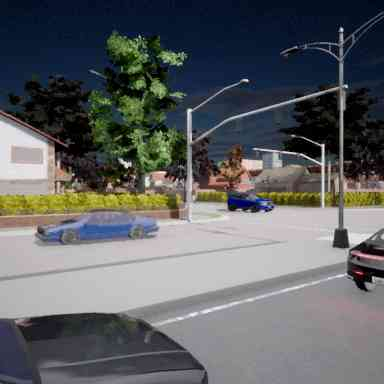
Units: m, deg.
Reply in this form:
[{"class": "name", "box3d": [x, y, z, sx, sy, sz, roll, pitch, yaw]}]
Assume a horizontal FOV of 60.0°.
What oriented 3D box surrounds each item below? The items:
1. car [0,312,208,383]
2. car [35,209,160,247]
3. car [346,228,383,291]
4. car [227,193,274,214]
[{"class": "car", "box3d": [-2.390, 1.543, 2.040, 5.357, 1.411, 2.033, 0, 0, -36]}, {"class": "car", "box3d": [-4.118, 1.509, 15.126, 5.357, 1.411, 2.033, 0, 0, -35]}, {"class": "car", "box3d": [5.549, 1.474, 7.694, 4.902, 1.511, 2.128, 0, 0, -35]}, {"class": "car", "box3d": [6.085, 1.134, 35.377, 2.150, 2.045, 5.566, 0, 0, -37]}]
